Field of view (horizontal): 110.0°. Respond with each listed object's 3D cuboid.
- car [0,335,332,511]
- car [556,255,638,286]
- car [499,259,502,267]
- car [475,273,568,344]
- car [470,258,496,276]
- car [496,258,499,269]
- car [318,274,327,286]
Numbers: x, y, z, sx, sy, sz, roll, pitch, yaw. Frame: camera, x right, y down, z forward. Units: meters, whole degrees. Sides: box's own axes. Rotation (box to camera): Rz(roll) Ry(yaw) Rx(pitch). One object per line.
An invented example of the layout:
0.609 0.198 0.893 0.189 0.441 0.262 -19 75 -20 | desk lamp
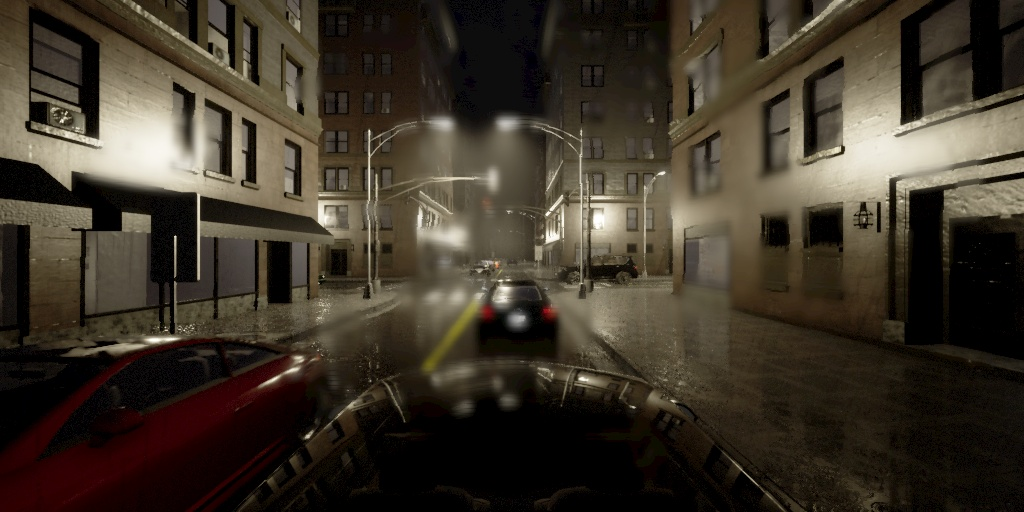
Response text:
-3.062 1.314 2.405 1.994 1.385 4.181 0 0 1 | car
5.862 0.953 24.887 5.566 2.045 2.150 0 0 -5 | car
-3.067 1.092 55.945 2.097 1.767 4.553 0 0 -1 | car
0.117 1.314 9.592 1.994 1.385 4.181 0 0 -1 | car
-3.083 1.239 36.420 2.128 1.511 4.902 0 0 0 | car
-3.083 1.294 46.163 2.033 1.411 5.357 0 0 0 | car
-14.079 1.387 21.971 4.718 1.301 1.895 0 0 0 | car
